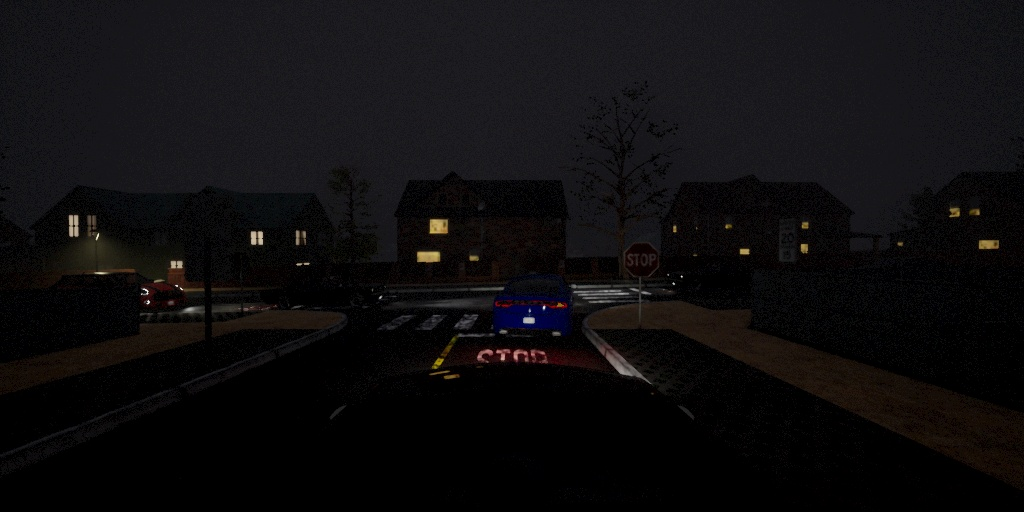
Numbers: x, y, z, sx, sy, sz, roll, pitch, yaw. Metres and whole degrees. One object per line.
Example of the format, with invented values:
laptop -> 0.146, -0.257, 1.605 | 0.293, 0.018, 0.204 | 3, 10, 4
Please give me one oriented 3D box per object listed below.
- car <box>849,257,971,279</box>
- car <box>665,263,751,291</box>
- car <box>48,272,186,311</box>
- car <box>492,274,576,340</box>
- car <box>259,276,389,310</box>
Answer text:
car -> 20.046, 0.753, 18.286 | 5.357, 1.411, 2.033 | -1, 1, 0
car -> 10.401, 1.034, 18.244 | 4.718, 1.301, 1.895 | -1, 1, -1
car -> -16.807, 1.472, 15.292 | 4.553, 1.767, 2.097 | -1, 1, 0
car -> 0.781, 1.226, 10.103 | 1.882, 1.535, 5.008 | 0, 0, 10
car -> -7.820, 1.506, 15.305 | 4.718, 1.301, 1.895 | -1, 1, 0
